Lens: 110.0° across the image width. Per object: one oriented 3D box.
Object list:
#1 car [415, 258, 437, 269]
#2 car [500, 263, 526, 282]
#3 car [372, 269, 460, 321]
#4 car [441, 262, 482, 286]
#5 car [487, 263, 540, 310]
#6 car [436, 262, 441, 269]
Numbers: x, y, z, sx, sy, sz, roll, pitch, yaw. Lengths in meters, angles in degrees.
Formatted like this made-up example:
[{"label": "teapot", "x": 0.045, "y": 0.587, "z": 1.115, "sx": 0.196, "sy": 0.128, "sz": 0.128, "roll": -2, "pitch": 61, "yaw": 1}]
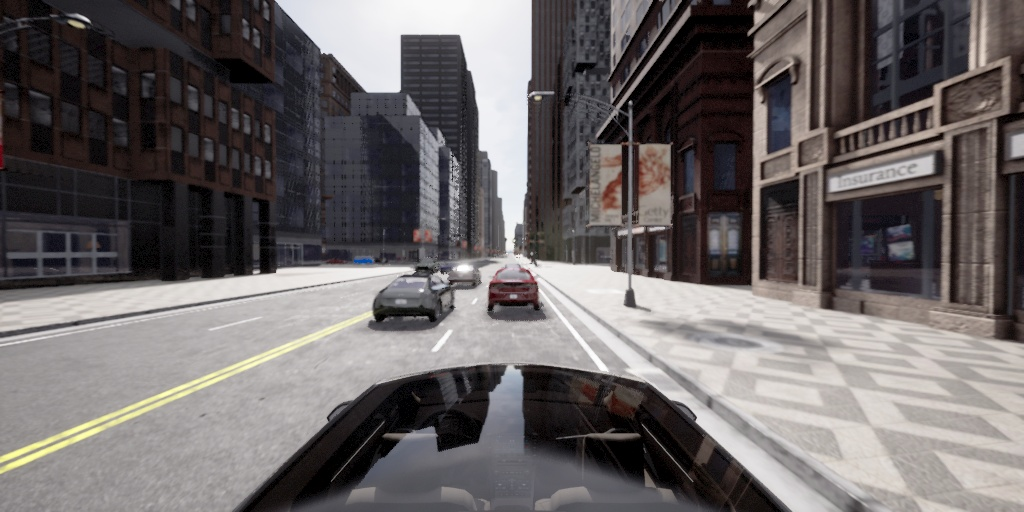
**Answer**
[{"label": "car", "x": -9.867, "y": 1.044, "z": 42.020, "sx": 2.097, "sy": 1.767, "sz": 4.553, "roll": 0, "pitch": 0, "yaw": 0}, {"label": "car", "x": 0.059, "y": 1.277, "z": 29.413, "sx": 1.994, "sy": 1.385, "sz": 4.181, "roll": 0, "pitch": 0, "yaw": 0}, {"label": "car", "x": -3.193, "y": 1.300, "z": 12.390, "sx": 1.994, "sy": 1.385, "sz": 4.181, "roll": 0, "pitch": 0, "yaw": 0}, {"label": "car", "x": -3.218, "y": 1.268, "z": 25.094, "sx": 2.033, "sy": 1.411, "sz": 5.357, "roll": 0, "pitch": 0, "yaw": 0}, {"label": "car", "x": 0.067, "y": 1.213, "z": 14.567, "sx": 1.882, "sy": 1.535, "sz": 5.008, "roll": 0, "pitch": 0, "yaw": 0}, {"label": "car", "x": -6.623, "y": 1.298, "z": 39.300, "sx": 1.895, "sy": 1.301, "sz": 4.718, "roll": 0, "pitch": 0, "yaw": 0}]
